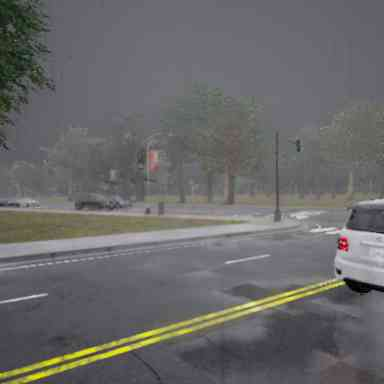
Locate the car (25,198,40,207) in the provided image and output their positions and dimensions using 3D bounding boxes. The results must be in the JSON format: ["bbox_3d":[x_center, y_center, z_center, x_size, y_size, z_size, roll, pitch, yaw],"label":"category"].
[{"bbox_3d":[-25.919,1.651,52.400,4.674,1.442,1.812,-1,0,32],"label":"car"}]

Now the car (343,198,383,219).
[{"bbox_3d":[15.015,1.293,27.243,2.128,1.511,4.902,0,0,-17],"label":"car"}]

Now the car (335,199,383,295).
[{"bbox_3d":[5.460,1.156,7.359,5.566,2.045,2.150,0,0,-35],"label":"car"}]

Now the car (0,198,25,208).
[{"bbox_3d":[-27.636,1.767,49.641,4.718,1.301,1.895,-1,0,32],"label":"car"}]

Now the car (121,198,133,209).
[{"bbox_3d":[-9.692,1.323,42.042,4.553,1.767,2.097,0,0,32],"label":"car"}]

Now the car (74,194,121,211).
[{"bbox_3d":[-11.477,1.206,39.322,5.566,2.045,2.150,0,0,32],"label":"car"}]
